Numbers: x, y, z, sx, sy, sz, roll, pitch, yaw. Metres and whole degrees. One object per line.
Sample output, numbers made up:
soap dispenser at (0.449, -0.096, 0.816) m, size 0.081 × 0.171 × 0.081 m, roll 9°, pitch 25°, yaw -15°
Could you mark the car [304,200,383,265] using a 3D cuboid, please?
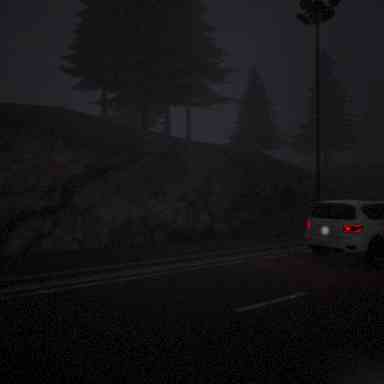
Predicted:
car at (6.507, 1.297, 12.209) m, size 5.566 × 2.045 × 2.150 m, roll 0°, pitch 0°, yaw -34°
